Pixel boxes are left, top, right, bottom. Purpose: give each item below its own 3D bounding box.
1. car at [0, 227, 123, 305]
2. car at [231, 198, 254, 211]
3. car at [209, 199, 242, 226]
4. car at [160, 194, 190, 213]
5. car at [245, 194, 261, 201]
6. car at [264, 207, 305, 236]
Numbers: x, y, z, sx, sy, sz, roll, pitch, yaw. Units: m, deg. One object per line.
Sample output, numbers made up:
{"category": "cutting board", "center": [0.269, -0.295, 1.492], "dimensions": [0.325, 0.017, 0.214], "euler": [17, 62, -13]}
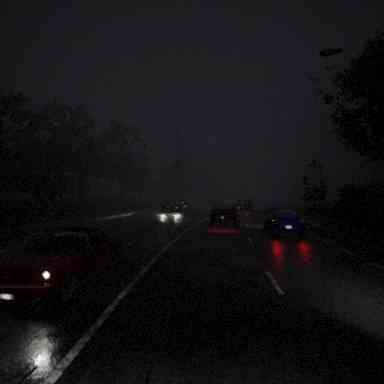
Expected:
{"category": "car", "center": [-3.232, 1.596, 8.242], "dimensions": [1.895, 1.301, 4.718], "euler": [0, 0, 4]}
{"category": "car", "center": [6.715, 1.524, 41.932], "dimensions": [2.128, 1.511, 4.902], "euler": [0, 0, 17]}
{"category": "car", "center": [2.366, 1.492, 23.856], "dimensions": [1.882, 1.535, 5.008], "euler": [0, 0, 10]}
{"category": "car", "center": [-1.856, 1.221, 38.226], "dimensions": [2.150, 2.045, 5.566], "euler": [0, 0, 15]}
{"category": "car", "center": [13.986, 1.197, 76.220], "dimensions": [2.128, 1.511, 4.902], "euler": [0, 0, 30]}
{"category": "car", "center": [5.071, 1.547, 18.642], "dimensions": [1.812, 1.442, 4.674], "euler": [0, 0, 8]}
